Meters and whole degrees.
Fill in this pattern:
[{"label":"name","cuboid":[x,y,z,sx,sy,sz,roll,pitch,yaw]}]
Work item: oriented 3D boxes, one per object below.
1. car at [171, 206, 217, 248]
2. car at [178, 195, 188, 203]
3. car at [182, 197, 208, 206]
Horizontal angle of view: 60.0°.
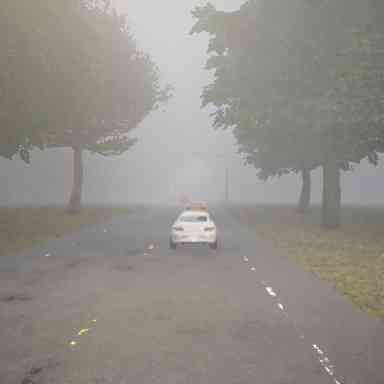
[{"label":"car","cuboid":[0.090,1.540,14.620,1.812,1.442,4.674,0,0,1]},{"label":"car","cuboid":[-1.699,1.437,70.143,2.097,1.767,4.553,0,0,2]},{"label":"car","cuboid":[0.358,1.509,29.601,1.882,1.535,5.008,0,0,1]}]
